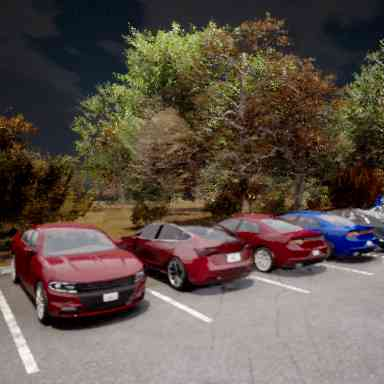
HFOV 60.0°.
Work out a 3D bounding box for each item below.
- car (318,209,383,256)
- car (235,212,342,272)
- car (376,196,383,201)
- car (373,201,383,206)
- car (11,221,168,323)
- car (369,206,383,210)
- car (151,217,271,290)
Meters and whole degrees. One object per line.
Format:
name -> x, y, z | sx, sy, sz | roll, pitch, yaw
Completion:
car -> 4.197, 1.479, 12.571 | 2.097, 1.535, 5.008 | 0, 0, -36
car -> 1.898, 1.479, 10.932 | 2.097, 1.535, 5.008 | 0, 0, -36
car -> 13.302, 1.220, 19.042 | 2.435, 2.045, 5.566 | 0, 0, -36
car -> 11.084, 1.476, 17.502 | 2.231, 1.521, 4.892 | 0, 0, -36
car -> -2.807, 1.480, 7.588 | 2.097, 1.535, 5.008 | 0, 0, -35
car -> 6.495, 1.479, 14.211 | 2.231, 1.521, 4.892 | 0, 0, -36
car -> -0.421, 1.509, 9.319 | 2.163, 1.488, 4.792 | 0, 0, -35
